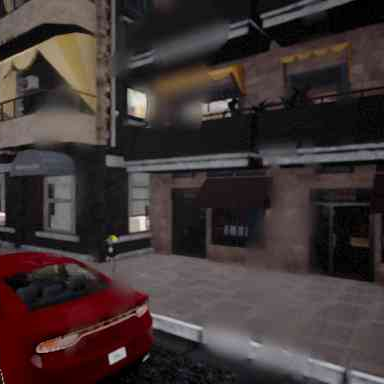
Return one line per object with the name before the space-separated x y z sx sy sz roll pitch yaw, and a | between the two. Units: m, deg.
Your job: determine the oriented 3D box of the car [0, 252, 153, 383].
car | -2.583 1.545 4.720 4.507 1.381 1.887 0 0 36
